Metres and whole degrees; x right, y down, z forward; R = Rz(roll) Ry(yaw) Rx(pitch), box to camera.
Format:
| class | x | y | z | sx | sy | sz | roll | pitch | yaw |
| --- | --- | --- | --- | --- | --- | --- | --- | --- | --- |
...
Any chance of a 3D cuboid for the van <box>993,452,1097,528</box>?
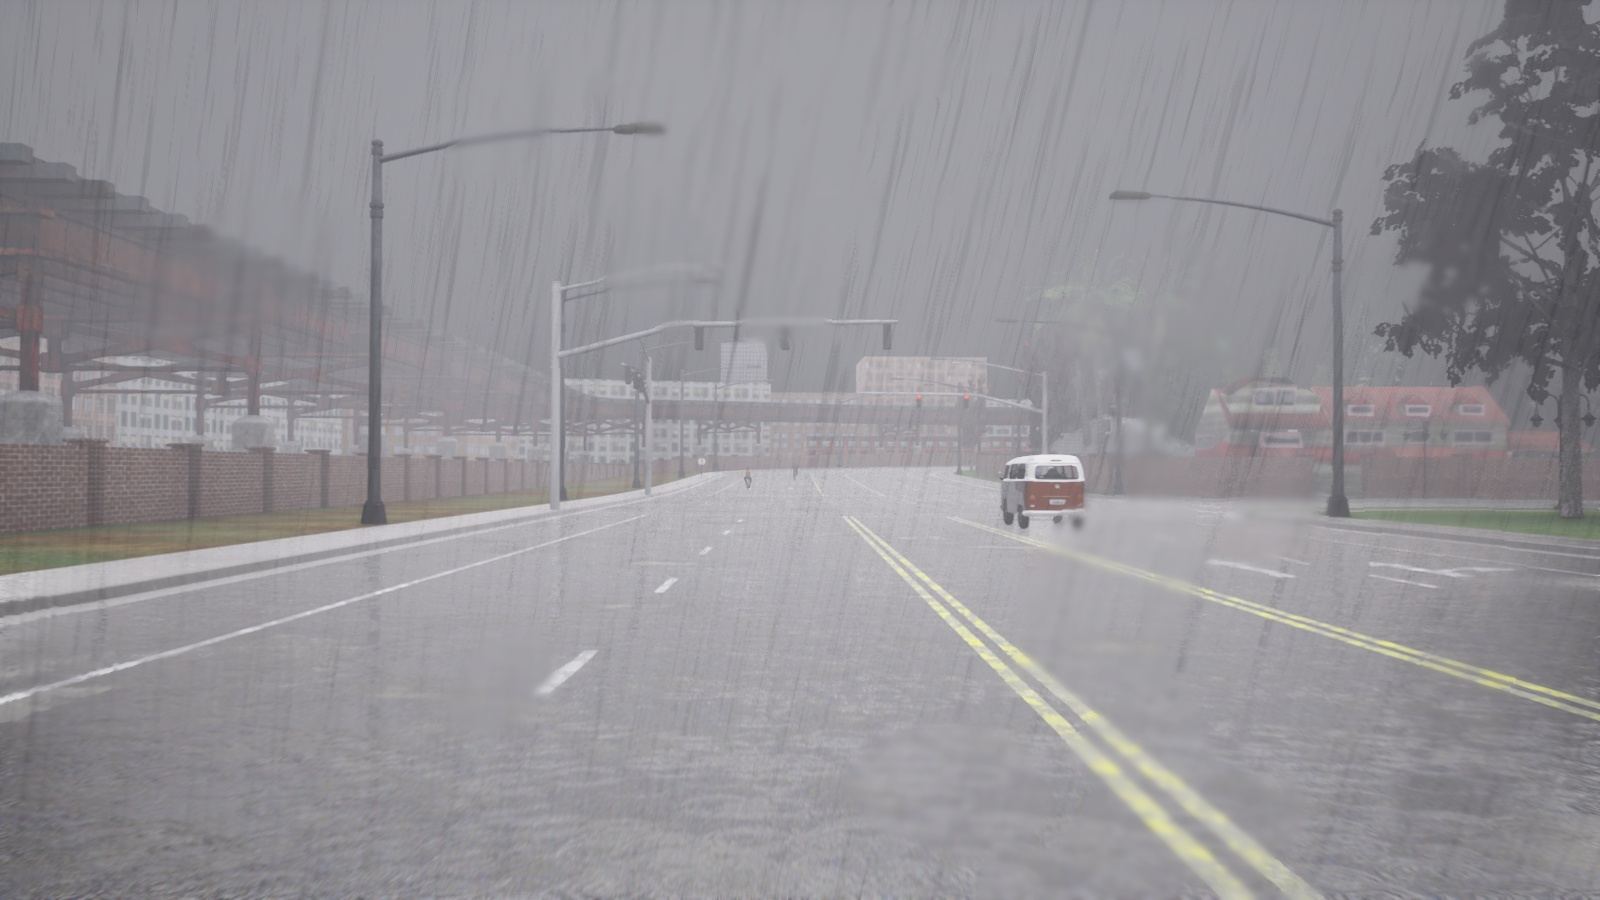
| class | x | y | z | sx | sy | sz | roll | pitch | yaw |
| --- | --- | --- | --- | --- | --- | --- | --- | --- | --- |
| van | 6.909 | 1.112 | 35.917 | 2.069 | 2.038 | 4.480 | 0 | -1 | 0 |
